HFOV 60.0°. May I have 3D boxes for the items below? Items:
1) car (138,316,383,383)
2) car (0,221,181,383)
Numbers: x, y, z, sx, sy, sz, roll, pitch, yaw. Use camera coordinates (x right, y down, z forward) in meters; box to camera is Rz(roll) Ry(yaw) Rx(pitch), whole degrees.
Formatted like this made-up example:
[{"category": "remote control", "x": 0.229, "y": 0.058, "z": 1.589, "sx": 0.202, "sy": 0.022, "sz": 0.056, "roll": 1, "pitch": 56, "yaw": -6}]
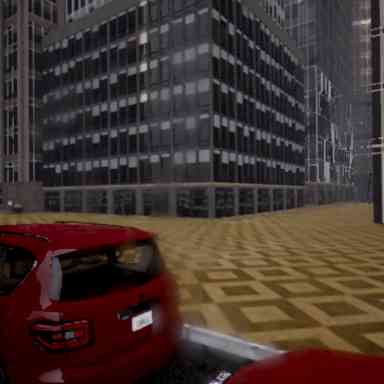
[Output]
[{"category": "car", "x": 2.084, "y": 1.539, "z": 1.392, "sx": 4.507, "sy": 1.381, "sz": 1.887, "roll": 0, "pitch": 0, "yaw": 36}, {"category": "car", "x": -2.427, "y": 1.341, "z": 4.611, "sx": 5.009, "sy": 1.841, "sz": 2.192, "roll": 0, "pitch": 0, "yaw": 36}]
